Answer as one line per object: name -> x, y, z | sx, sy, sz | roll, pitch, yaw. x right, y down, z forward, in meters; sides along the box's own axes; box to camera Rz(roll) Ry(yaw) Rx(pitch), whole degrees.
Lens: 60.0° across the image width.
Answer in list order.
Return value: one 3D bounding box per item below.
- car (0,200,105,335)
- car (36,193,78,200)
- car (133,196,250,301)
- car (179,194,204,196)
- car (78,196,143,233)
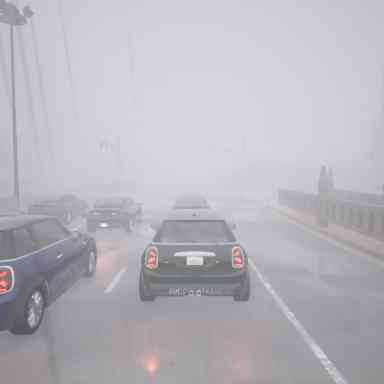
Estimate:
car -> -3.452, 1.232, 6.688 | 2.097, 1.767, 4.553 | 0, 2, -1
car -> -7.048, 0.808, 17.938 | 1.837, 1.490, 4.892 | 0, 3, -1
car -> 0.036, 1.184, 8.126 | 2.097, 1.767, 4.553 | 0, 2, 0
car -> -0.041, 0.820, 17.357 | 1.882, 1.535, 5.008 | 0, 3, 0
car -> -3.533, 0.937, 15.776 | 1.837, 1.490, 4.892 | 0, 3, 0
